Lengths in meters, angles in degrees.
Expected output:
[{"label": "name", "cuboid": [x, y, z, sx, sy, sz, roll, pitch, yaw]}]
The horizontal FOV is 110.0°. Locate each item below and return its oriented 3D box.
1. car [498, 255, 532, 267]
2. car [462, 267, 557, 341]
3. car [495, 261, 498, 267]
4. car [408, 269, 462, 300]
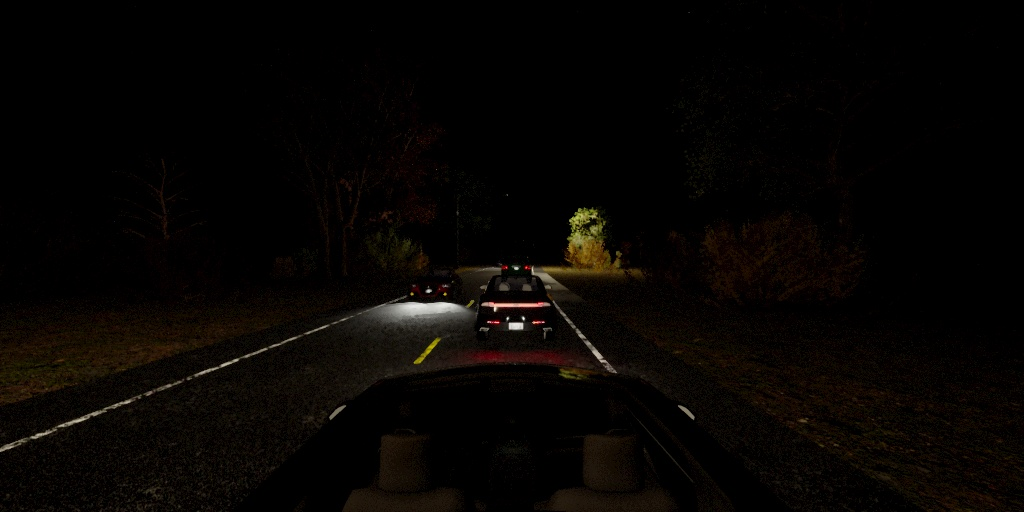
[{"label": "car", "cuboid": [0.350, 0.951, 27.185, 2.150, 2.045, 5.566, 0, 0, 1]}, {"label": "car", "cuboid": [0.101, 1.237, 9.842, 2.128, 1.511, 4.902, 0, 0, 0]}, {"label": "car", "cuboid": [-1.705, 1.236, 61.526, 1.812, 1.442, 4.674, 0, 0, 4]}, {"label": "car", "cuboid": [-3.533, 1.301, 17.264, 1.994, 1.385, 4.181, 0, 0, 1]}]
